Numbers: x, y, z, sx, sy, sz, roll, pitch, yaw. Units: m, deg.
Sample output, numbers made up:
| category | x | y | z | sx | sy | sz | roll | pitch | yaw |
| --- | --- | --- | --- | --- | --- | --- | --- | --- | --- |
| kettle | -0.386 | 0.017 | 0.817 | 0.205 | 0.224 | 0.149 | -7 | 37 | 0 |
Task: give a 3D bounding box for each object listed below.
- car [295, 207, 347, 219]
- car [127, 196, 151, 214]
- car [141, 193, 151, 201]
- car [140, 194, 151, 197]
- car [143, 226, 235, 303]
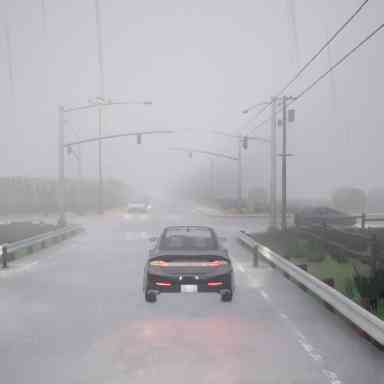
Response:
| category | x | y | z | sx | sy | sz | roll | pitch | yaw |
| --- | --- | --- | --- | --- | --- | --- | --- | --- | --- |
| car | 9.660 | 1.774 | 24.140 | 4.181 | 1.385 | 1.994 | 0 | 1 | -4 |
| car | -5.896 | 1.554 | 36.366 | 1.812 | 1.442 | 4.674 | 0 | 1 | -2 |
| car | -9.391 | 1.032 | 67.708 | 1.994 | 1.385 | 4.181 | 0 | 1 | -7 |
| car | -7.531 | 1.247 | 52.515 | 1.837 | 1.490 | 4.892 | 0 | 1 | -7 |
| car | -0.095 | 1.614 | 8.487 | 2.128 | 1.511 | 4.902 | 0 | -2 | -1 |
